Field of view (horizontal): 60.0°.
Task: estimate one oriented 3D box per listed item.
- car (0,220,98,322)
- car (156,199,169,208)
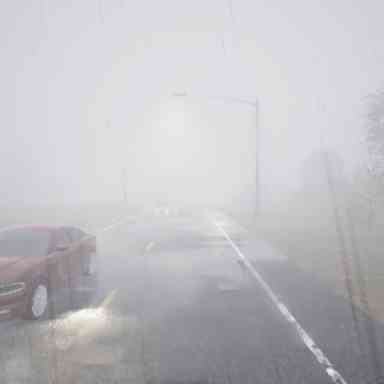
[{"bbox_3d":[-3.599,1.478,7.476,1.882,1.535,5.008,0,0,0],"label":"car"},{"bbox_3d":[-4.401,1.624,49.283,1.895,1.301,4.718,0,0,-6],"label":"car"}]
